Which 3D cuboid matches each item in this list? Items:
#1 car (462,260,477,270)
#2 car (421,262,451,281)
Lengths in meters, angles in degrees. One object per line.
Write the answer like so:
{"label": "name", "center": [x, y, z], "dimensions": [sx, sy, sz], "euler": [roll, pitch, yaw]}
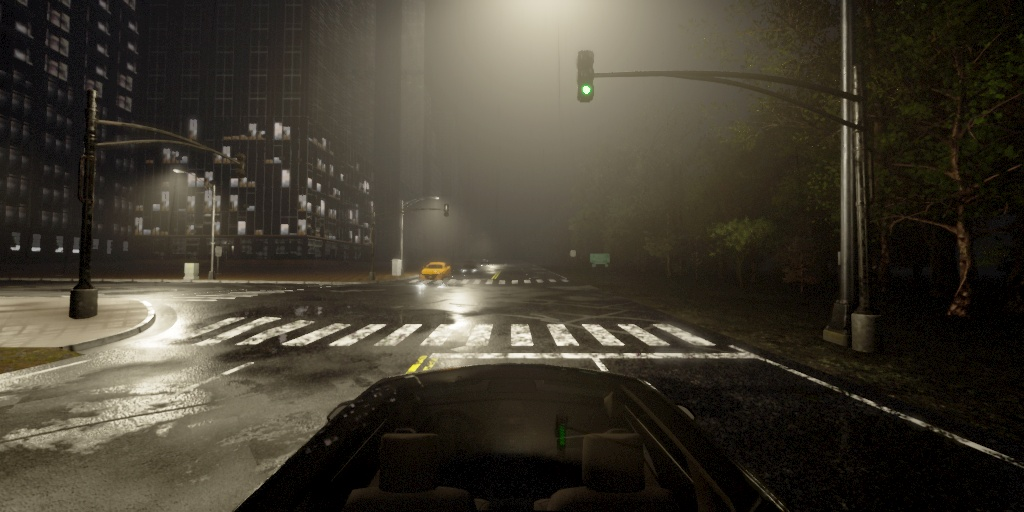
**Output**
{"label": "car", "center": [-6.514, 1.318, 55.583], "dimensions": [1.882, 1.535, 5.008], "euler": [0, 1, 0]}
{"label": "car", "center": [-6.505, 1.317, 31.052], "dimensions": [1.882, 1.535, 5.008], "euler": [1, 2, 0]}
